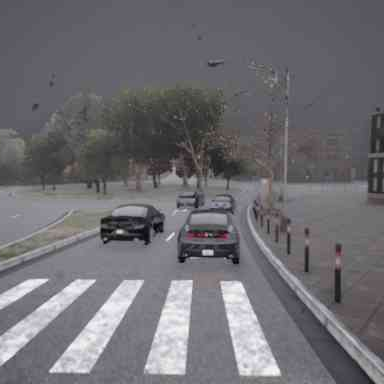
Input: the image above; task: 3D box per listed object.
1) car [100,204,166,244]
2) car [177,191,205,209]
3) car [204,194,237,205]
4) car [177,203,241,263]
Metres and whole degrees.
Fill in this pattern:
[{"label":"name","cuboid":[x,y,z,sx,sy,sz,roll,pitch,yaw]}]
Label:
[{"label":"car","cuboid":[-2.396,1.241,14.547,1.882,1.535,5.008,0,1,5]},{"label":"car","cuboid":[-0.008,0.640,29.971,2.128,1.511,4.902,1,4,13]},{"label":"car","cuboid":[2.546,0.886,26.608,2.033,1.411,5.357,1,3,11]},{"label":"car","cuboid":[0.601,1.345,11.368,1.837,1.490,4.892,0,1,4]}]
